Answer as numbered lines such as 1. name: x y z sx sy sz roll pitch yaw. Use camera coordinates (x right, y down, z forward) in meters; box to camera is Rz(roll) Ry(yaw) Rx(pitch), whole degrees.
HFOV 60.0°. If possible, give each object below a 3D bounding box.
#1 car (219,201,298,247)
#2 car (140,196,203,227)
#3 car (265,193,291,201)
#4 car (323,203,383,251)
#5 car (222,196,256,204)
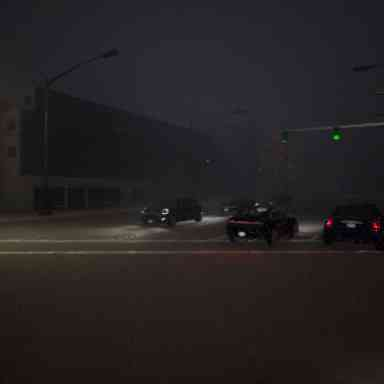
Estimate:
1. car: 3.229 1.367 14.651 2.128 1.511 4.902 1 1 33
2. car: -1.182 1.102 21.056 2.097 1.767 4.553 1 1 33
3. car: 9.876 0.909 37.942 2.128 1.511 4.902 1 2 34
4. car: 7.109 1.262 14.195 2.097 1.767 4.553 1 1 33
5. car: 4.159 1.142 29.249 2.128 1.511 4.902 1 2 33
